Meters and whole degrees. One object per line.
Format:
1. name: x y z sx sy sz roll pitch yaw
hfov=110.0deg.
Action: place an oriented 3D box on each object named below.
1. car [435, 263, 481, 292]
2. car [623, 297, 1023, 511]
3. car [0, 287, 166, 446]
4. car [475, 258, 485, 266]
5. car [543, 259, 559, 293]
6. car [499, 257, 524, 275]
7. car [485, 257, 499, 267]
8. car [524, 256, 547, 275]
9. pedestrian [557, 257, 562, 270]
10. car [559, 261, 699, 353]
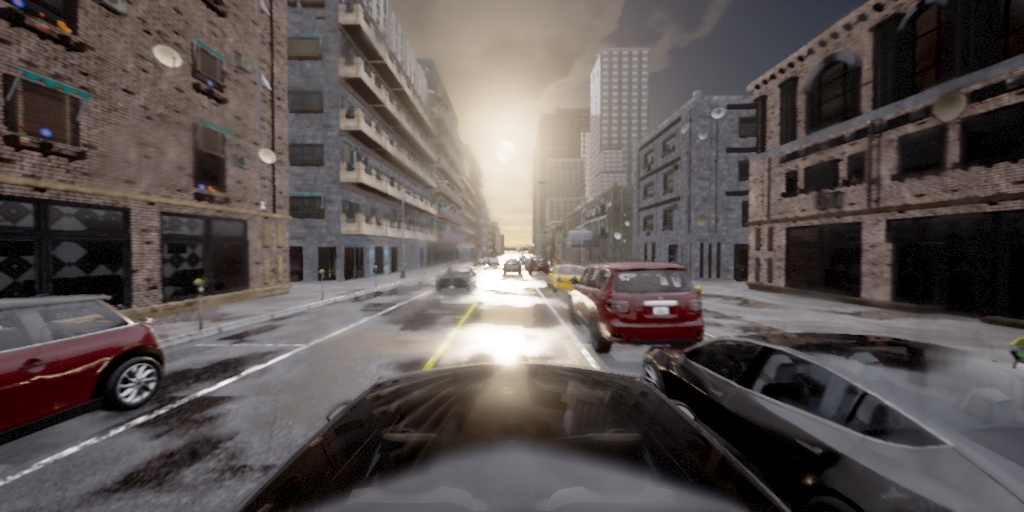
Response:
1. car: -3.098 1.290 20.686 1.895 1.301 4.718 0 0 0
2. car: 2.655 1.311 3.161 1.948 1.339 4.313 0 0 0
3. car: -5.692 1.185 3.112 1.967 1.591 4.097 0 0 0
4. car: -5.688 1.115 64.494 1.802 1.307 4.207 0 0 0
5. car: 3.000 1.147 19.992 1.801 1.575 5.366 0 0 0
6. car: 0.034 1.125 36.933 2.128 1.511 4.902 0 0 0
7. car: -3.038 1.070 61.329 1.812 1.442 4.674 0 0 1
8. car: 2.658 0.949 36.639 2.192 1.841 5.009 0 0 0
9. pedestrian: 3.001 0.975 22.969 0.375 1.860 0.375 -1 1 0
10. car: 2.656 1.043 8.740 2.192 1.841 5.009 0 0 0
